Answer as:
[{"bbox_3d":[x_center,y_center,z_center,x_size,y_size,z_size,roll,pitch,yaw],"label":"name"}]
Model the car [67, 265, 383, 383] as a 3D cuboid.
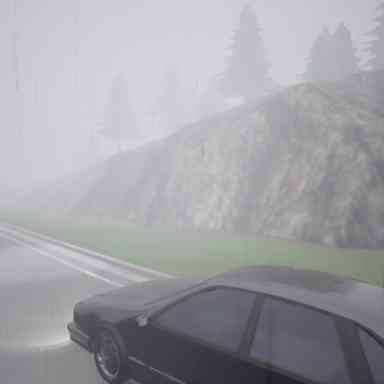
[{"bbox_3d":[0.859,1.564,3.529,5.357,1.411,2.033,1,0,39],"label":"car"}]
